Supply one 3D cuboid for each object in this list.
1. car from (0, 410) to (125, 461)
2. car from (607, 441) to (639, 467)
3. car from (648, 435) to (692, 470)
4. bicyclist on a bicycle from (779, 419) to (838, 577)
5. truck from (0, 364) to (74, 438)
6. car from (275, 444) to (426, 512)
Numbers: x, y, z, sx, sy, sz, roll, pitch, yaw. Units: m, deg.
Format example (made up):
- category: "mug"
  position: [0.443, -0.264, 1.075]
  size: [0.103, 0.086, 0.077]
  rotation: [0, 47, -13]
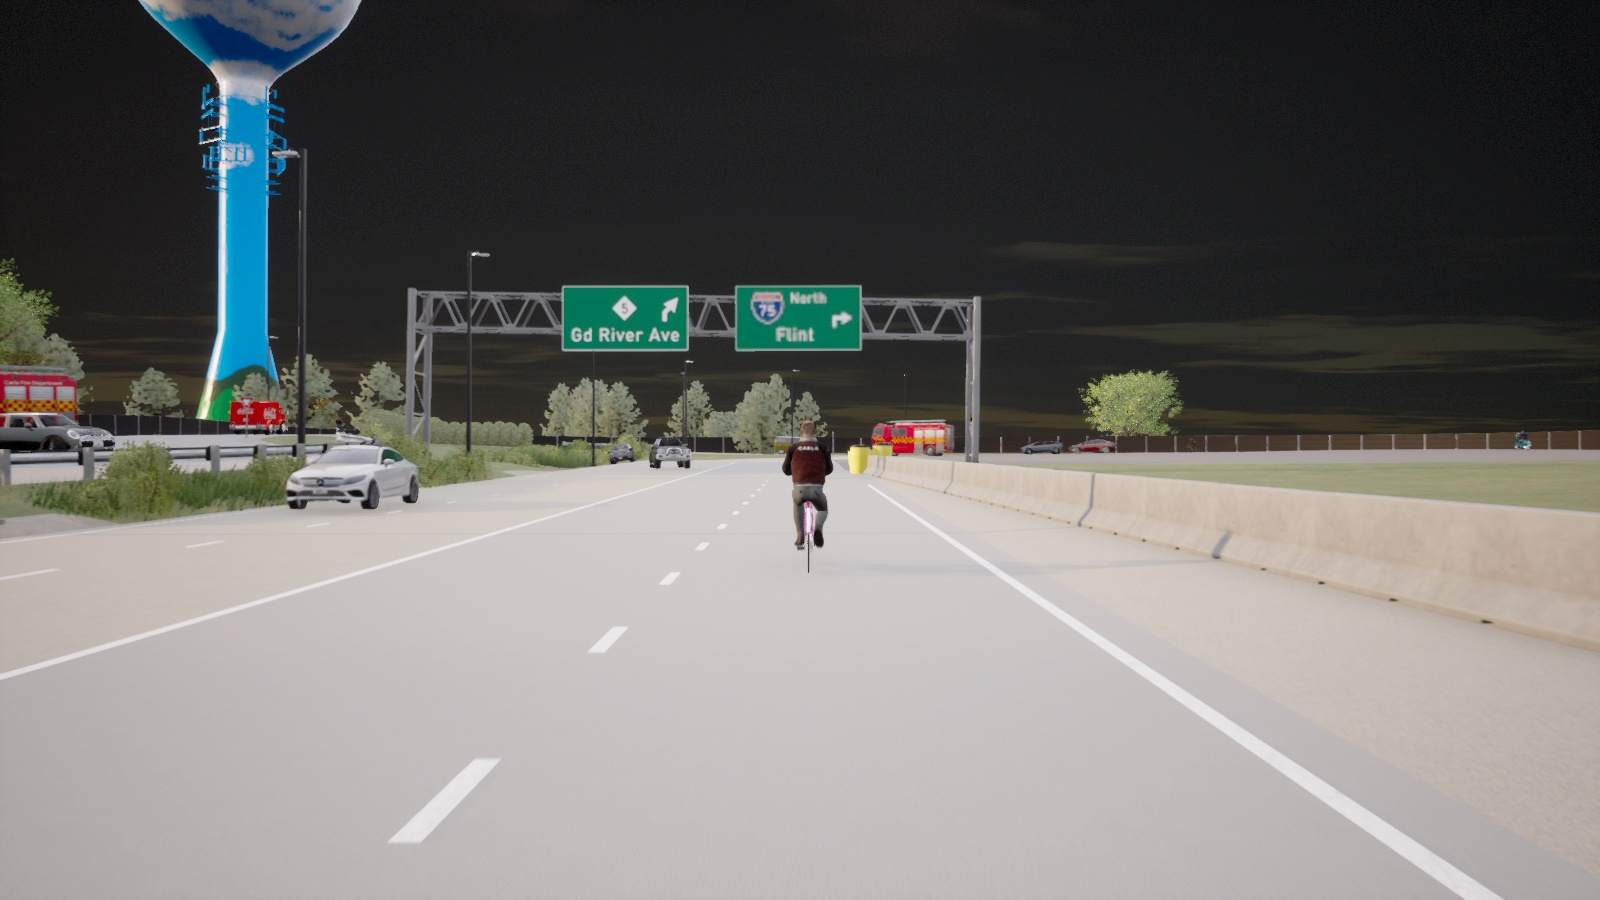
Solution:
- category: "car"
  position: [-22.569, -0.459, 37.560]
  size: [3.806, 1.475, 1.970]
  rotation: [0, 2, 13]
- category: "car"
  position: [-12.830, 0.268, 91.109]
  size: [1.845, 1.501, 3.633]
  rotation: [-10, 1, -4]
- category: "car"
  position: [-7.255, 0.112, 69.873]
  size: [1.932, 1.855, 4.605]
  rotation: [0, 0, -12]
- category: "bicyclist on a bicycle"
  position: [0.101, 0.533, 15.035]
  size: [0.659, 1.776, 1.843]
  rotation: [0, 1, 0]
- category: "truck"
  position: [-42.898, -2.557, 65.216]
  size: [2.891, 3.827, 8.468]
  rotation: [1, 2, 41]
- category: "car"
  position: [-10.319, 0.587, 29.194]
  size: [1.812, 1.442, 4.674]
  rotation: [0, 0, 0]
